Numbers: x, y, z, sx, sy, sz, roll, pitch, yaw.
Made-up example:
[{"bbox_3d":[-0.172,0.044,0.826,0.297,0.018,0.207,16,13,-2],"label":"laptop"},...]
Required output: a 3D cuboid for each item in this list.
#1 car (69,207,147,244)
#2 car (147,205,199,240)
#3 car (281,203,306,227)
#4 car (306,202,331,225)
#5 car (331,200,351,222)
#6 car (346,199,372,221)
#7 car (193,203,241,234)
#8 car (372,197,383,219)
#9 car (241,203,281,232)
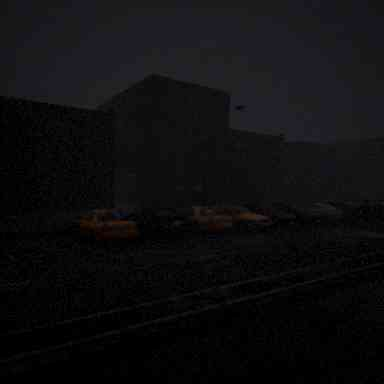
[{"bbox_3d":[-4.382,1.472,15.867,1.946,1.575,5.366,0,0,-36],"label":"car"},{"bbox_3d":[-2.052,1.504,17.351,2.163,1.488,4.792,0,0,-36],"label":"car"},{"bbox_3d":[4.707,1.509,22.128,2.163,1.488,4.792,0,0,-36],"label":"car"},{"bbox_3d":[6.947,1.513,23.733,2.163,1.488,4.792,0,0,-36],"label":"car"},{"bbox_3d":[9.144,1.529,25.340,2.002,1.452,4.674,0,0,-36],"label":"car"},{"bbox_3d":[11.397,1.524,26.993,2.163,1.488,4.792,0,0,-36],"label":"car"},{"bbox_3d":[0.095,1.471,19.087,1.946,1.575,5.366,0,0,-36],"label":"car"},{"bbox_3d":[13.673,1.378,28.550,2.185,1.767,4.553,0,0,-36],"label":"car"},{"bbox_3d":[2.556,1.474,20.396,1.946,1.575,5.366,0,0,-36],"label":"car"}]
